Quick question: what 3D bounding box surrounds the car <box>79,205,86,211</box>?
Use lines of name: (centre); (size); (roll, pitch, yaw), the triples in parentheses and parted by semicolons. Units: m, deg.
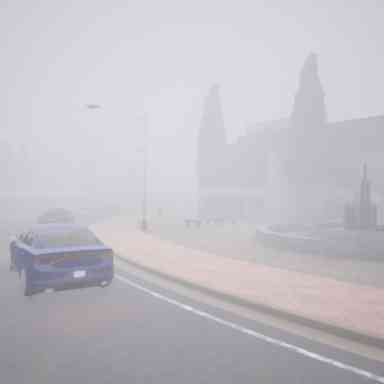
car: (-15.734, 2.291, 53.954); (2.033, 1.411, 5.357); (0, -1, 27)

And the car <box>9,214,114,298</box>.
car: (-3.757, 1.595, 9.088); (1.882, 1.535, 5.008); (1, -1, -34)

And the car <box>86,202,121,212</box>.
car: (-13.181, 2.277, 51.267); (2.033, 1.411, 5.357); (0, -1, 26)

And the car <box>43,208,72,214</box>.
car: (-10.059, 1.874, 24.888); (1.994, 1.385, 4.181); (1, -1, -10)
